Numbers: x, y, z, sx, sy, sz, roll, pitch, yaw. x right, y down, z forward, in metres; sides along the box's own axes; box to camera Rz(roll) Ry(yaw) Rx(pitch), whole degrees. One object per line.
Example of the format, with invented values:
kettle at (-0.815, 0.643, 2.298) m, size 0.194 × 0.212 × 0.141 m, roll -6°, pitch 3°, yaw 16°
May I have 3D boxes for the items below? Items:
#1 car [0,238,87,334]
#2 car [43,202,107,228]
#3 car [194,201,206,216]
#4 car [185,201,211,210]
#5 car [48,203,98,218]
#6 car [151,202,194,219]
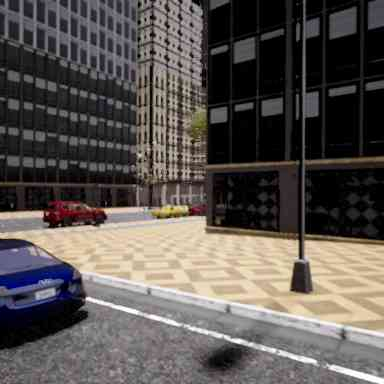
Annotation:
car at (-3.993, 1.623, 6.530) m, size 4.181 × 1.385 × 1.994 m, roll -1°, pitch 0°, yaw 36°
car at (-9.015, 1.726, 25.887) m, size 2.192 × 1.841 × 5.009 m, roll 0°, pitch -1°, yaw 36°
car at (1.039, 2.139, 39.494) m, size 1.802 × 1.307 × 4.206 m, roll 0°, pitch -1°, yaw 36°
car at (0.995, 2.160, 53.537) m, size 1.947 × 1.339 × 4.313 m, roll 0°, pitch -1°, yaw 36°
car at (-12.508, 1.926, 35.263) m, size 1.752 × 1.417 × 4.829 m, roll 0°, pitch -1°, yaw 36°
car at (-2.212, 2.035, 35.095) m, size 1.752 × 1.417 × 4.829 m, roll 0°, pitch -1°, yaw 36°
